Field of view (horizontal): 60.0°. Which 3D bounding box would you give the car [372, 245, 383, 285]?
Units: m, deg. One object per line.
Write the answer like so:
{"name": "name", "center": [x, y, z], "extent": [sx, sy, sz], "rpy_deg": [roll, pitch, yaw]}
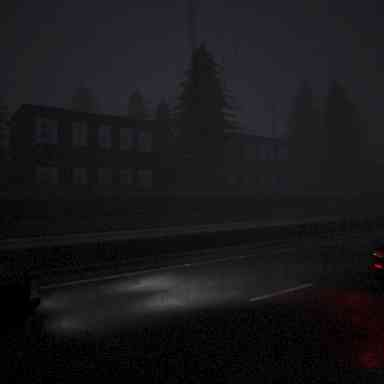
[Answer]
{"name": "car", "center": [6.208, 1.524, 8.171], "extent": [4.674, 1.442, 1.812], "rpy_deg": [0, 0, -35]}

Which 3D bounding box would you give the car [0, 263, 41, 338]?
{"name": "car", "center": [-4.766, 1.601, 4.648], "extent": [4.718, 1.301, 1.895], "rpy_deg": [0, 0, -35]}
